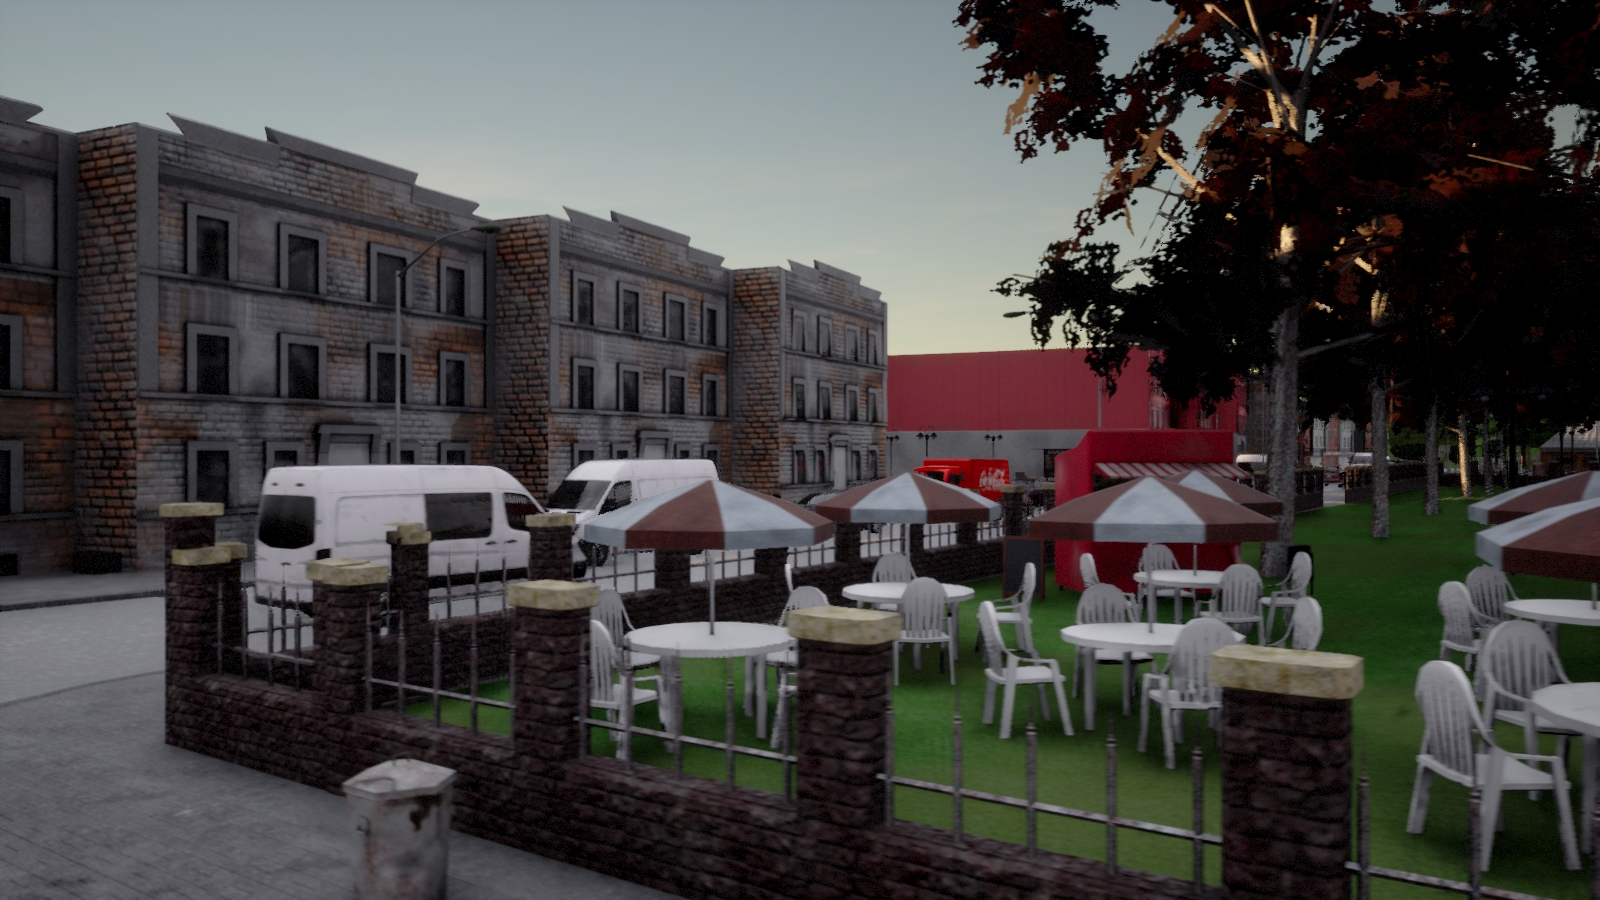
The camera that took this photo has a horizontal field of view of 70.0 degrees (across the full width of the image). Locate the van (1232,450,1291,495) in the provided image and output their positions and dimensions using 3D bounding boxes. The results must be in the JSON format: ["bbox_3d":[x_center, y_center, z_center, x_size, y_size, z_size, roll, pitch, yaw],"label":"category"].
[{"bbox_3d":[27.756,1.315,68.578,1.988,2.561,5.915,0,0,35],"label":"van"}]

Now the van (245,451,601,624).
[{"bbox_3d":[-6.335,1.314,20.053,1.988,2.561,5.915,0,0,35],"label":"van"}]

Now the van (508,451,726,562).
[{"bbox_3d":[-4.536,1.314,29.395,1.988,2.561,5.915,0,0,35],"label":"van"}]

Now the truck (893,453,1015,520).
[{"bbox_3d":[6.100,1.351,44.595,2.627,2.467,5.204,0,0,35],"label":"truck"}]

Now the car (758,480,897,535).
[{"bbox_3d":[0.988,1.814,37.296,2.097,1.535,5.006,0,0,35],"label":"car"}]
